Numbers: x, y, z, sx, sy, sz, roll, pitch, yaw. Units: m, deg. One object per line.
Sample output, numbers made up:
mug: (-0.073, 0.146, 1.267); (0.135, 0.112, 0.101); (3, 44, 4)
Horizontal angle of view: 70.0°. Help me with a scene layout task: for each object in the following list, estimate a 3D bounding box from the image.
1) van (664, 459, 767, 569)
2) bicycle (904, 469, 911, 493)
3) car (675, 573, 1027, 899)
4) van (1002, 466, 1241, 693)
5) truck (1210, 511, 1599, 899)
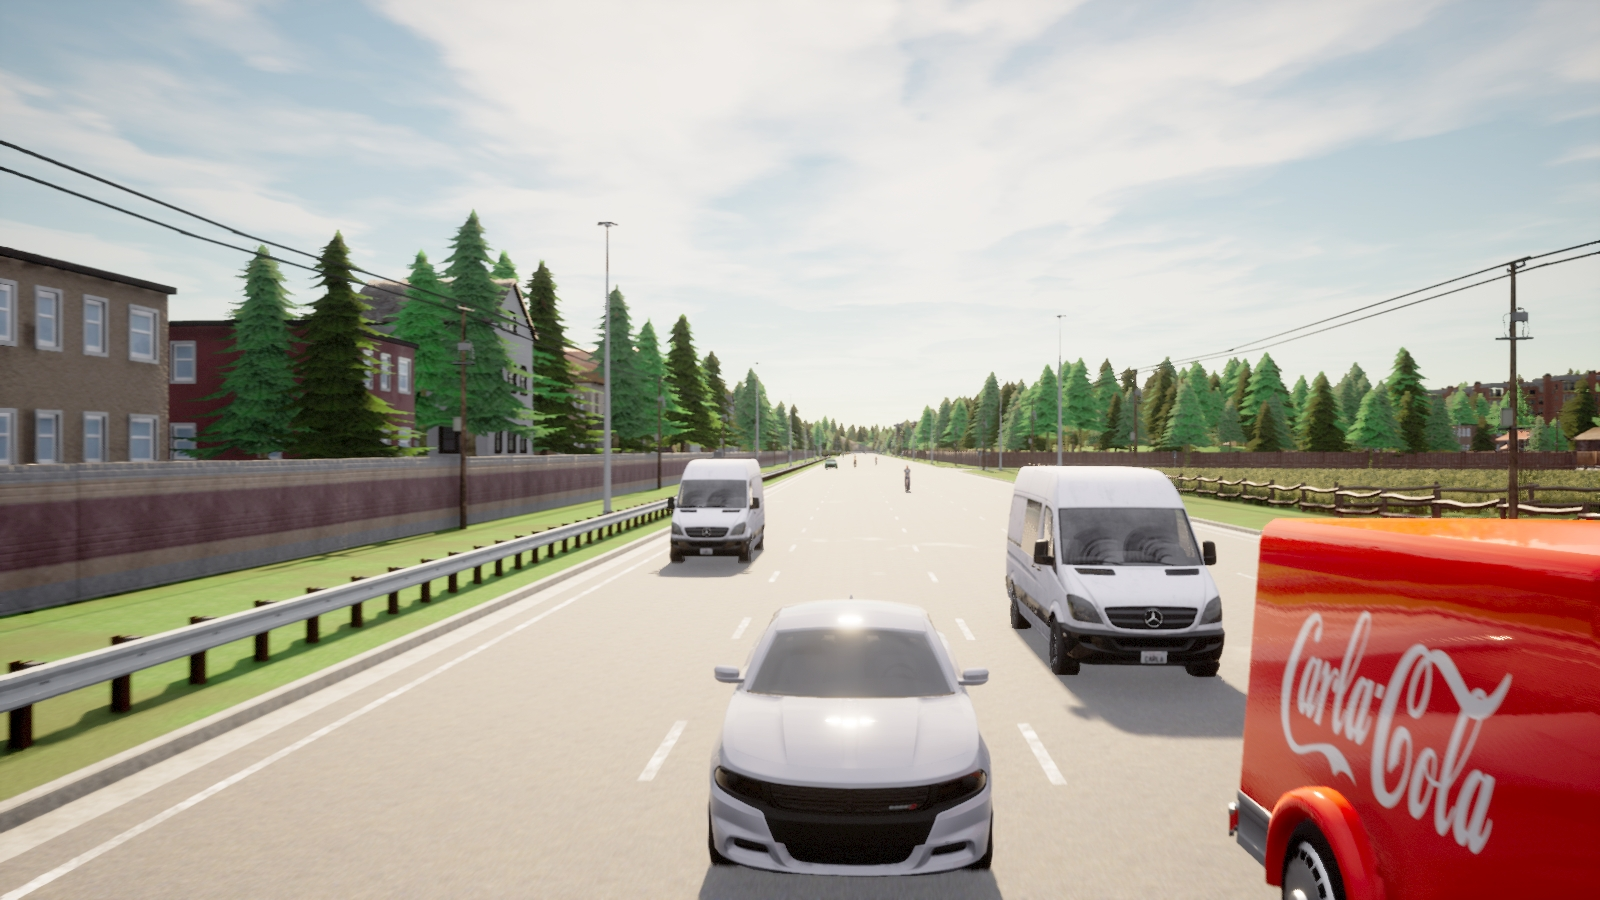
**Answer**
van: (-2.090, 1.535, 30.095); (1.988, 2.561, 5.915); (0, 0, 3)
bicycle: (7.135, 2.061, 75.861); (0.373, 1.496, 1.643); (0, 0, 3)
car: (0.416, 2.035, 9.322); (2.097, 1.535, 5.006); (0, 0, 3)
van: (4.249, 1.537, 16.209); (1.988, 2.561, 5.915); (0, 0, 3)
truck: (3.732, 1.581, 4.473); (2.627, 2.467, 5.204); (0, -1, 3)
